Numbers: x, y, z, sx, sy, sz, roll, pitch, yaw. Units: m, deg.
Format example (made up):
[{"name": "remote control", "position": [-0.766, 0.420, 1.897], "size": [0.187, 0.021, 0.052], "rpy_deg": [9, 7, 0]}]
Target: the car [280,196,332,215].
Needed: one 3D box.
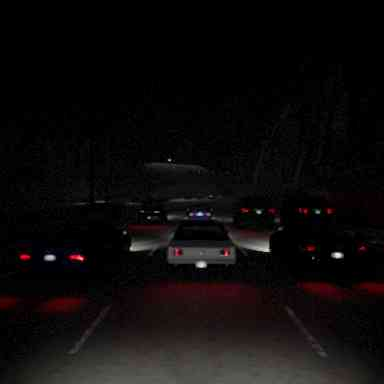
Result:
[{"name": "car", "position": [7.533, 1.301, 22.426], "size": [2.150, 2.045, 5.566], "rpy_deg": [0, 0, 1]}]

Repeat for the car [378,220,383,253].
[{"name": "car", "position": [7.308, 1.571, 11.306], "size": [1.812, 1.442, 4.674], "rpy_deg": [0, 0, 1]}]

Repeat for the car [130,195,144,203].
[{"name": "car", "position": [-12.478, 1.679, 73.858], "size": [1.837, 1.490, 4.892], "rpy_deg": [0, 0, 1]}]

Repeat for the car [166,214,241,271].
[{"name": "car", "position": [0.299, 1.636, 11.009], "size": [1.895, 1.301, 4.718], "rpy_deg": [0, 0, 1]}]

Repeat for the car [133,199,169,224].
[{"name": "car", "position": [-2.903, 1.565, 25.251], "size": [2.128, 1.511, 4.902], "rpy_deg": [0, 0, 1]}]

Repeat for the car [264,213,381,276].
[{"name": "car", "position": [3.792, 1.602, 10.559], "size": [1.994, 1.385, 4.181], "rpy_deg": [0, 0, 1]}]

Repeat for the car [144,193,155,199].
[{"name": "car", "position": [-12.031, 1.332, 89.608], "size": [2.150, 2.045, 5.566], "rpy_deg": [0, 0, 2]}]

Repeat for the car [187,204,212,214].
[{"name": "car", "position": [0.610, 1.628, 25.874], "size": [2.033, 1.411, 5.357], "rpy_deg": [0, 0, 1]}]

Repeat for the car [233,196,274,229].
[{"name": "car", "position": [4.034, 1.296, 22.459], "size": [2.150, 2.045, 5.566], "rpy_deg": [0, 0, 1]}]

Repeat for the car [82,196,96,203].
[{"name": "car", "position": [-22.975, 1.644, 74.129], "size": [1.882, 1.535, 5.008], "rpy_deg": [0, 0, 1]}]

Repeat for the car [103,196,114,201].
[{"name": "car", "position": [-22.527, 1.689, 89.891], "size": [1.895, 1.301, 4.718], "rpy_deg": [0, 0, 2]}]

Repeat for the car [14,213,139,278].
[{"name": "car", "position": [-3.218, 1.575, 10.168], "size": [2.033, 1.411, 5.357], "rpy_deg": [0, 0, 1]}]
